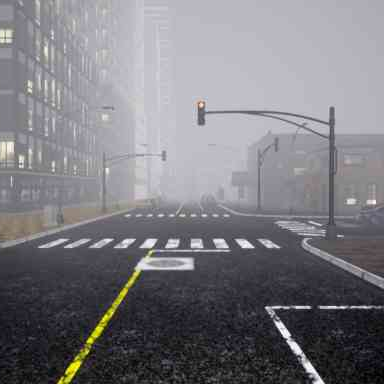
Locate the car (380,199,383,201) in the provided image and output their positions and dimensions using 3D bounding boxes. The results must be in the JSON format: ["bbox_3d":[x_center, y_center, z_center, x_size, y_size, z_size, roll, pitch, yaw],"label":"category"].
[{"bbox_3d":[16.438,1.415,27.260,5.009,1.841,2.192,1,0,1],"label":"car"}]

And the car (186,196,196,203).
[{"bbox_3d":[-0.229,1.509,69.674,2.128,1.511,4.902,0,0,0],"label":"car"}]

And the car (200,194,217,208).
[{"bbox_3d":[2.521,1.429,47.503,1.967,1.590,4.097,-1,0,0],"label":"car"}]

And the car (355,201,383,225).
[{"bbox_3d":[14.610,1.649,24.680,4.674,1.442,1.812,1,1,0],"label":"car"}]

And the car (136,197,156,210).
[{"bbox_3d":[-5.976,1.515,41.715,1.752,1.417,4.829,-1,0,0],"label":"car"}]

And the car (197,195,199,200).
[{"bbox_3d":[2.482,1.302,58.791,2.192,1.841,5.009,-1,0,0],"label":"car"}]

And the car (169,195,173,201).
[{"bbox_3d":[-5.955,1.508,86.869,1.752,1.417,4.829,-1,0,0],"label":"car"}]

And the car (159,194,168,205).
[{"bbox_3d":[-5.861,1.552,58.819,1.947,1.339,4.313,-1,0,0],"label":"car"}]

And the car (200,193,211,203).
[{"bbox_3d":[2.865,1.212,73.442,2.150,2.045,5.566,0,0,0],"label":"car"}]

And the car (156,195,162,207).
[{"bbox_3d":[-5.824,1.554,47.529,1.947,1.339,4.313,-1,0,0],"label":"car"}]

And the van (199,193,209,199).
[{"bbox_3d":[2.501,1.329,53.147,1.690,1.788,3.998,-1,0,0],"label":"van"}]
